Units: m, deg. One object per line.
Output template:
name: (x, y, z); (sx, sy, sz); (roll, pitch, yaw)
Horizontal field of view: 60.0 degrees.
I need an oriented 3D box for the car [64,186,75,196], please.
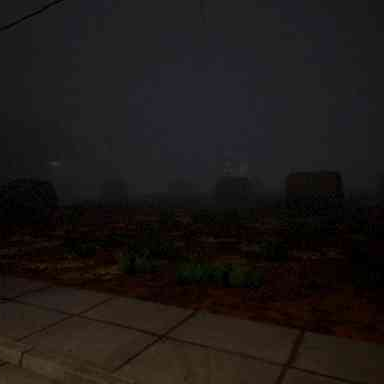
car: (-24.290, -0.284, 66.212); (1.905, 1.878, 3.866); (4, 2, -16)
